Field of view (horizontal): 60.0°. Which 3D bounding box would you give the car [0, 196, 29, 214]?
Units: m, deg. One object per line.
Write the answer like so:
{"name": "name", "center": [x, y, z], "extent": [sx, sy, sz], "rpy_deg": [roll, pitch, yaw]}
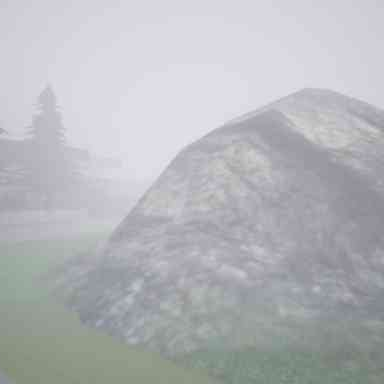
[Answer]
{"name": "car", "center": [-18.068, 1.553, 31.625], "extent": [1.905, 1.878, 3.866], "rpy_deg": [0, 0, 37]}

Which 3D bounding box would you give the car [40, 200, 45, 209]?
{"name": "car", "center": [-19.909, 1.736, 38.515], "extent": [2.242, 1.667, 4.611], "rpy_deg": [0, 0, 37]}
